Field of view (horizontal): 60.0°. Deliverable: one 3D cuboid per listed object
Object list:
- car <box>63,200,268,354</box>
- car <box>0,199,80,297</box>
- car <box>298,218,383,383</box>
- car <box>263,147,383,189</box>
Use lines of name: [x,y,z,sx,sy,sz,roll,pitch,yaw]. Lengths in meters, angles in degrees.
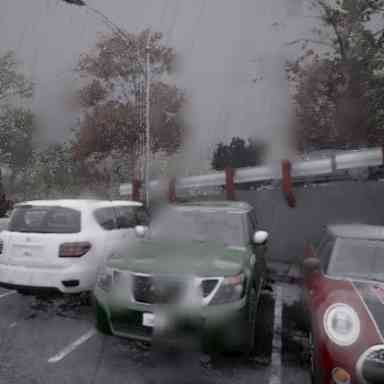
car: [0.290,1.219,6.643,2.435,2.045,5.566,1,0,15]
car: [-2.178,1.206,8.453,2.435,2.045,5.566,0,-1,16]
car: [2.761,1.359,4.946,2.185,1.767,4.553,1,0,15]
car: [4.697,-0.849,12.112,4.181,1.385,1.994,-5,-3,36]
